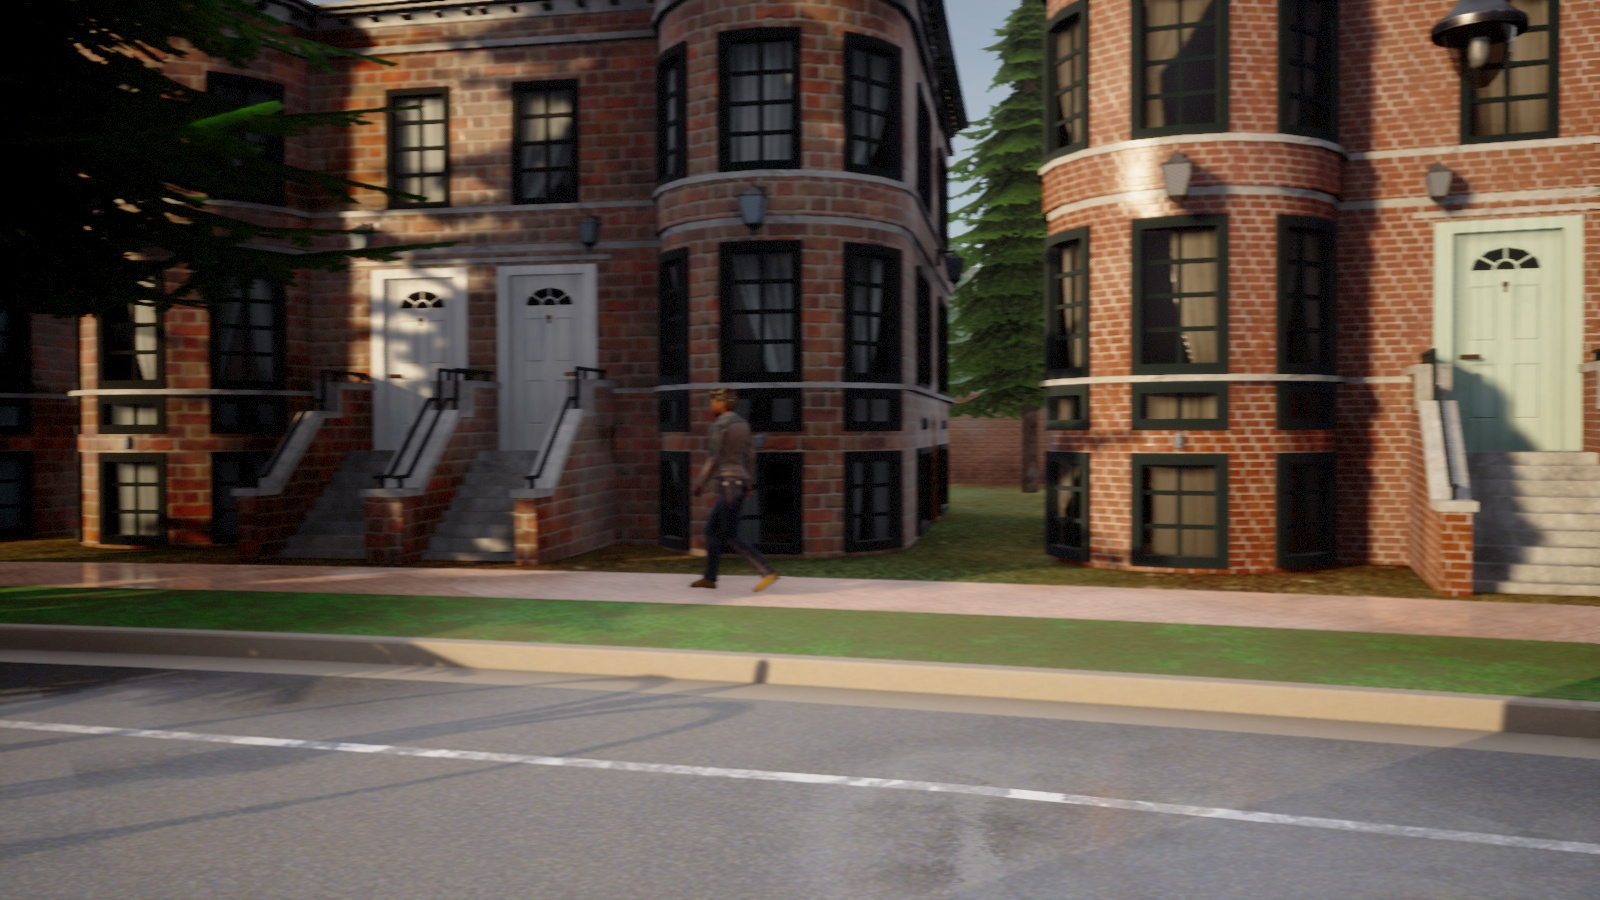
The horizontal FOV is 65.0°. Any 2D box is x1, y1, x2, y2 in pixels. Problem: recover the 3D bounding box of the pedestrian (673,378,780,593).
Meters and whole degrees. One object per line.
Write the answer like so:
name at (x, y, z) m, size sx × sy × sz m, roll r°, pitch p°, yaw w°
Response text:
pedestrian at (-0.639, 0.294, 10.872) m, size 0.869 × 1.805 × 0.328 m, roll 1°, pitch 1°, yaw 23°
